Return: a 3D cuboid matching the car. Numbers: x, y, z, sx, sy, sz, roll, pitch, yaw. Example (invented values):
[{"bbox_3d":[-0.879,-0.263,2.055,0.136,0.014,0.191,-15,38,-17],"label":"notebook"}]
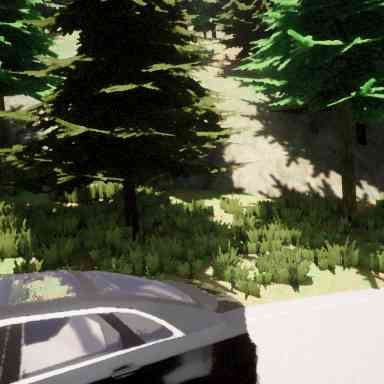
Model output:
[{"bbox_3d":[-1.700,1.498,2.506,4.902,1.511,2.128,-1,0,-31],"label":"car"}]
